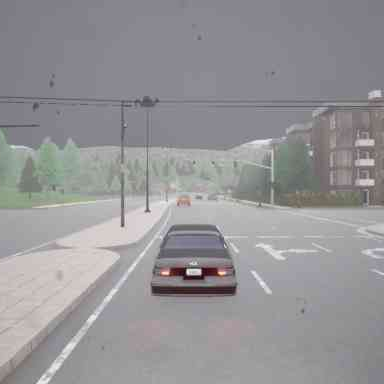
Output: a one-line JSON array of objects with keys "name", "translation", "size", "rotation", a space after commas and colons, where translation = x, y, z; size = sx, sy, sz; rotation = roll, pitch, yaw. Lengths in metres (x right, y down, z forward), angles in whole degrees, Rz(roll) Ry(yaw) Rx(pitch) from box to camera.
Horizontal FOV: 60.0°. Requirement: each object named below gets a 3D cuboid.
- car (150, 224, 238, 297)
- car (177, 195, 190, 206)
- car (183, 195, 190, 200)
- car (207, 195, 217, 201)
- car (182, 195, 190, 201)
[{"name": "car", "translation": [0.042, 1.547, 8.758], "size": [2.033, 1.411, 5.357], "rotation": [0, 0, 0]}, {"name": "car", "translation": [-1.358, 1.352, 54.503], "size": [2.097, 1.767, 4.553], "rotation": [0, 0, -1]}, {"name": "car", "translation": [-1.546, 1.571, 95.643], "size": [1.895, 1.301, 4.718], "rotation": [0, 0, 0]}, {"name": "car", "translation": [5.478, 1.539, 85.374], "size": [2.033, 1.411, 5.357], "rotation": [0, 0, 0]}, {"name": "car", "translation": [-1.522, 1.523, 85.328], "size": [1.812, 1.442, 4.674], "rotation": [0, 0, 0]}]
